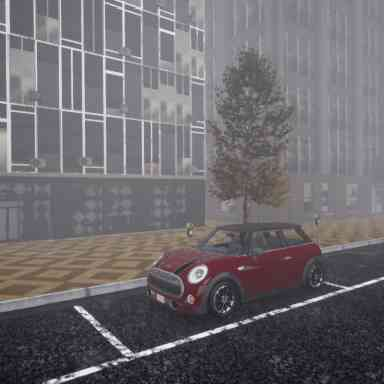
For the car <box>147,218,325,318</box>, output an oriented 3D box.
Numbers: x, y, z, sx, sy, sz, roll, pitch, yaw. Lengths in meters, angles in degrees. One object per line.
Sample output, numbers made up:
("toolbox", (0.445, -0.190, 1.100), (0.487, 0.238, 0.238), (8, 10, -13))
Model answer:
("car", (1.036, 1.439, 7.312), (4.097, 1.590, 1.967), (0, -1, -36))
